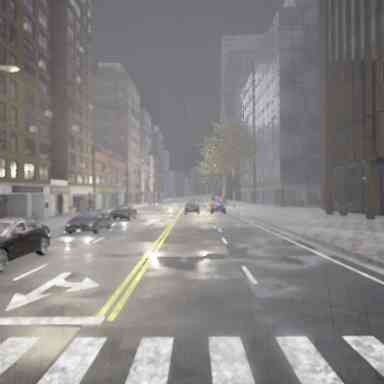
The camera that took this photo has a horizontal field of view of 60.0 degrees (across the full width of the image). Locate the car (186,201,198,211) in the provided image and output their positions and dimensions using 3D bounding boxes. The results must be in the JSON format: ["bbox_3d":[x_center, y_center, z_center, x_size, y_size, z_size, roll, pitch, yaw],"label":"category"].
[{"bbox_3d":[0.016,2.133,52.139,1.837,1.490,4.892,0,-1,0],"label":"car"}]

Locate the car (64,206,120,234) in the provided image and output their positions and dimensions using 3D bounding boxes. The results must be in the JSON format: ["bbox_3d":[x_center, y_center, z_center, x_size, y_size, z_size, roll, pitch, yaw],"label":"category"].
[{"bbox_3d":[-6.589,1.879,21.987,2.033,1.411,5.357,0,-1,0],"label":"car"}]

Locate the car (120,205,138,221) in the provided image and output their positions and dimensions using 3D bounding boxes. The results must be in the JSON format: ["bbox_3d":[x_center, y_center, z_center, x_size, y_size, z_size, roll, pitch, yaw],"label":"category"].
[{"bbox_3d":[-6.576,2.004,32.535,2.033,1.411,5.357,0,-1,1],"label":"car"}]

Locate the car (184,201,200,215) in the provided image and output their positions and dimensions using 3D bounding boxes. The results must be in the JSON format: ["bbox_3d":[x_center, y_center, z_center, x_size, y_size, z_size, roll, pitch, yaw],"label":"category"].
[{"bbox_3d":[0.011,2.002,41.717,2.128,1.511,4.902,0,-1,0],"label":"car"}]

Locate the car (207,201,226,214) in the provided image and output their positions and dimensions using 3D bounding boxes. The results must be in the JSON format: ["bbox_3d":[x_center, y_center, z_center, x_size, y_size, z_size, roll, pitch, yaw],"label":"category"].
[{"bbox_3d":[3.261,2.015,42.133,1.812,1.442,4.674,0,-1,0],"label":"car"}]

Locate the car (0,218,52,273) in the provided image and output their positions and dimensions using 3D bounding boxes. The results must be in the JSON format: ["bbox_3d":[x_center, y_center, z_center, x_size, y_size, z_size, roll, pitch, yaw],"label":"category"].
[{"bbox_3d":[-6.593,1.696,11.508,2.128,1.511,4.902,0,-1,0],"label":"car"}]
